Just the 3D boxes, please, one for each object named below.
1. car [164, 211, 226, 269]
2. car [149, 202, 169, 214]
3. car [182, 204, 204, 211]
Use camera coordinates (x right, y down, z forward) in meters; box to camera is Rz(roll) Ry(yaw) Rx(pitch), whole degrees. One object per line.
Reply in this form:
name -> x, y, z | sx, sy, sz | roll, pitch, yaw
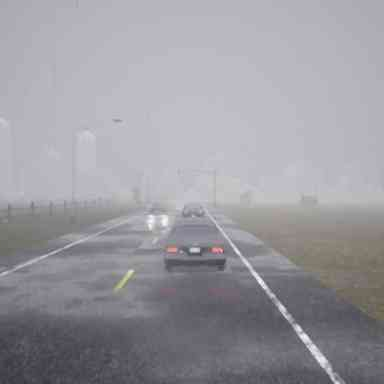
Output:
car -> 0.086, 1.594, 11.301 | 2.033, 1.411, 5.357 | 0, 0, 0
car -> -3.592, 1.737, 36.721 | 1.895, 1.301, 4.718 | 0, 0, 0
car -> 0.096, 1.713, 29.554 | 1.895, 1.301, 4.718 | 0, 0, 0
